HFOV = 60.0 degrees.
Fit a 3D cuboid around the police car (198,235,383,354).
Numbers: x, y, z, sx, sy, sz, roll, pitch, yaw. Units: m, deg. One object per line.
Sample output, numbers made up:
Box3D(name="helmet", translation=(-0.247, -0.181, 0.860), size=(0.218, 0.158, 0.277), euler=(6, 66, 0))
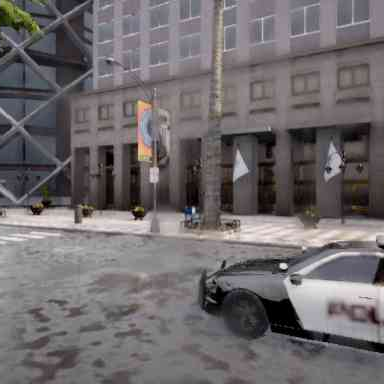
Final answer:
Box3D(name="police car", translation=(2.549, 1.507, 5.203), size=(4.974, 1.542, 2.038), euler=(0, 0, 28))
